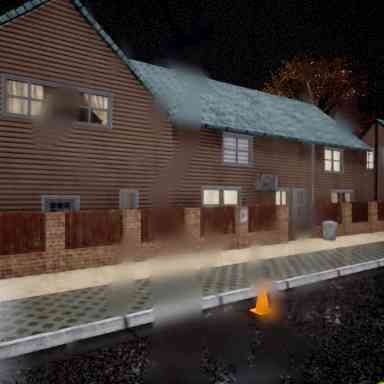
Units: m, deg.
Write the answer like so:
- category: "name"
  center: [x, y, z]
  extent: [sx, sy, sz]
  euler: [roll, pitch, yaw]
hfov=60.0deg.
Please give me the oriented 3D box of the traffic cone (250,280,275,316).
- category: "traffic cone"
  center: [1.324, 1.955, 6.247]
  extent: [0.340, 0.580, 0.340]
  euler: [0, 0, -34]
